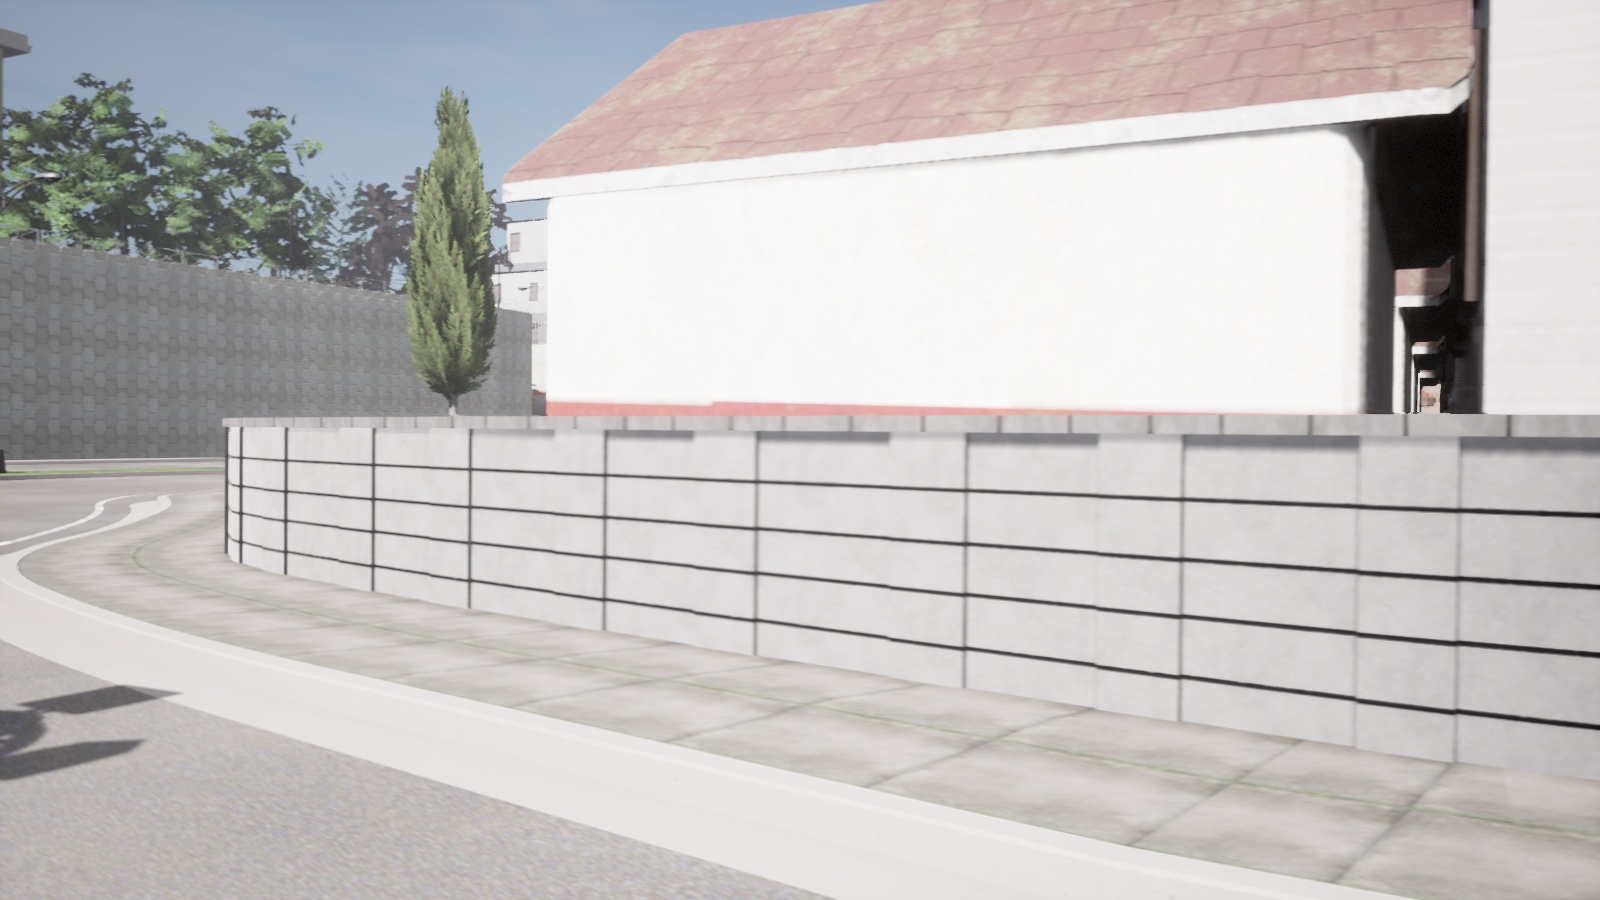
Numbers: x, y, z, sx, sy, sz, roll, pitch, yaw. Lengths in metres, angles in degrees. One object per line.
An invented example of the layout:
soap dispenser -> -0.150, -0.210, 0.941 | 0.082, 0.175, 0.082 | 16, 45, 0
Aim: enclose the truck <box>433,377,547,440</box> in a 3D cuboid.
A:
truck -> -23.837, -3.200, 96.367 | 8.468, 3.827, 2.891 | 9, 5, 29
